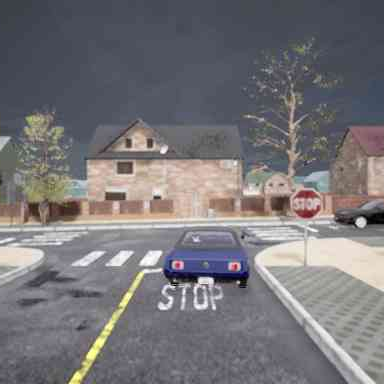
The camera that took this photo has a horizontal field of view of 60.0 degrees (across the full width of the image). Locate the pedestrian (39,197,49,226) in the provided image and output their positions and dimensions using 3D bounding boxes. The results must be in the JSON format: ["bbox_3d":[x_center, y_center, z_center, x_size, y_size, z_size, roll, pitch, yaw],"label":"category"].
[{"bbox_3d":[-9.641,1.248,21.567,0.375,1.860,0.375,0,2,0],"label":"pedestrian"}]

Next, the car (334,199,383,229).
[{"bbox_3d":[10.566,1.153,18.651,5.008,1.535,1.882,-1,1,-1],"label":"car"}]

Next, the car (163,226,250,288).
[{"bbox_3d":[0.531,1.598,9.288,1.895,1.301,4.718,0,0,6],"label":"car"}]
